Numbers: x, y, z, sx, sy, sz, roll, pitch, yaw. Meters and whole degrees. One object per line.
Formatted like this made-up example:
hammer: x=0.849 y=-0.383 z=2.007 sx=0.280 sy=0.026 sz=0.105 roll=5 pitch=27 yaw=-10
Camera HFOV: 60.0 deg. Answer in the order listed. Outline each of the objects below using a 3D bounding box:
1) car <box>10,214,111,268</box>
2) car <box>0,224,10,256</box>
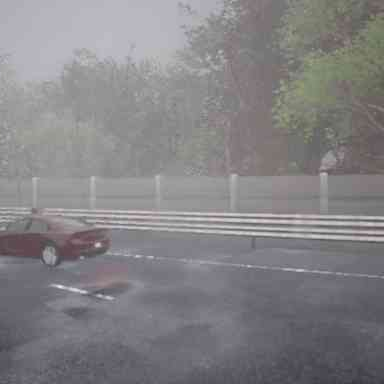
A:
car: x=-5.135 y=1.505 z=11.392 sx=5.008 sy=1.535 sz=1.882 roll=0 pitch=0 yaw=26
car: x=-6.757 y=1.381 z=7.943 sx=4.553 sy=1.767 sz=2.097 roll=0 pitch=0 yaw=30
